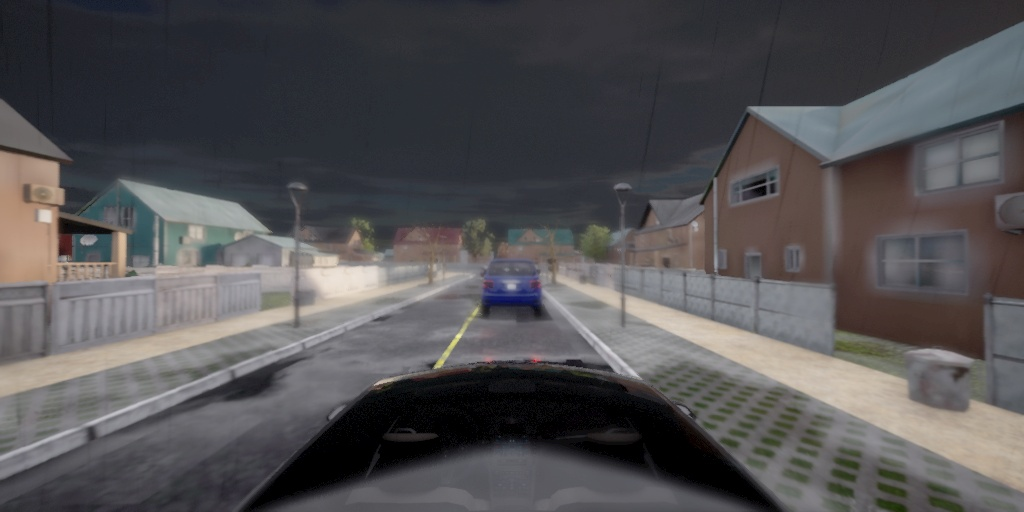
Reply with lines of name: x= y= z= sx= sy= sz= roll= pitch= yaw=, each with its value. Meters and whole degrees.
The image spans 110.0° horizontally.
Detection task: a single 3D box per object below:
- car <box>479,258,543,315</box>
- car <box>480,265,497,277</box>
car: x=0.003 y=1.117 z=14.439 sx=2.150 sy=2.045 sz=5.566 roll=0 pitch=0 yaw=0
car: x=-2.793 y=1.791 z=43.594 sx=1.812 sy=1.442 sz=4.674 roll=0 pitch=-1 yaw=0
